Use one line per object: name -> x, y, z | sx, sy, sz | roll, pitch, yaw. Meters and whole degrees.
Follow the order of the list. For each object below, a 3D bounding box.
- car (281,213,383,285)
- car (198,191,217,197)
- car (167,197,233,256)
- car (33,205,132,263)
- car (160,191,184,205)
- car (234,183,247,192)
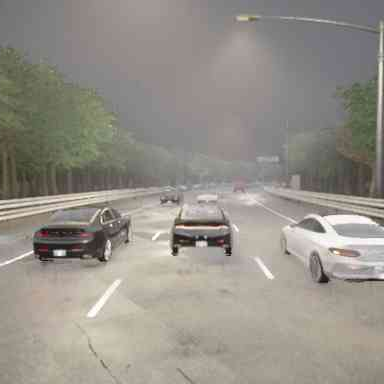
car -> 3.645, 1.260, 8.543 | 1.812, 1.442, 4.674 | 0, 2, 1
car -> 1.660, 0.548, 33.830 | 1.895, 1.301, 4.718 | 0, 2, 5
car -> 0.337, 1.132, 11.526 | 2.128, 1.511, 4.902 | 0, 2, 2
car -> -3.192, 1.173, 10.591 | 1.837, 1.490, 4.892 | 0, 2, 2
car -> -1.894, 0.563, 33.333 | 1.895, 1.301, 4.718 | 0, 2, 5
car -> 10.368, -1.041, 72.455 | 2.150, 2.045, 5.566 | 0, 2, 11
